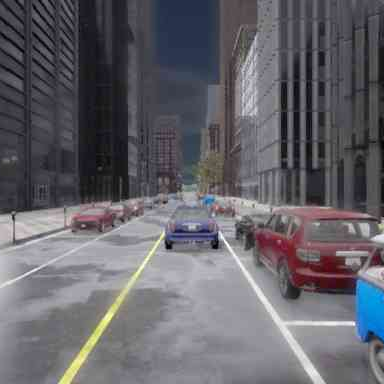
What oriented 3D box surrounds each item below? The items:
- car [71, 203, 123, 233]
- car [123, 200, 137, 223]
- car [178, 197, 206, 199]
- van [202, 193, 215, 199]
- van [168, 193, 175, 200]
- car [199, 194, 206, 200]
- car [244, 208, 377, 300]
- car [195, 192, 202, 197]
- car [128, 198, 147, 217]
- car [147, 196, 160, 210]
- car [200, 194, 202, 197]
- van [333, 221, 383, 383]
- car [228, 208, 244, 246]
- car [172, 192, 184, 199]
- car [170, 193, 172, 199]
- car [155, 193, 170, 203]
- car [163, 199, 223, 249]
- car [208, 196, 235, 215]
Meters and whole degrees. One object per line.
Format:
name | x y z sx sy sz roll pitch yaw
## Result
car | -5.667 1.526 19.596 1.887 1.381 4.507 0 0 0
car | -5.667 1.557 25.236 1.802 1.307 4.206 0 0 0
car | 0.000 1.456 29.649 1.882 1.535 5.008 0 0 0
van | 2.860 1.274 53.410 1.690 1.788 3.998 0 0 0
van | -5.666 1.161 92.905 1.690 1.788 3.998 0 0 0
car | 2.859 1.261 92.890 1.967 1.590 4.097 0 0 0
car | 2.858 1.309 8.291 2.192 1.841 5.009 0 0 0
car | 2.387 1.204 80.162 2.097 1.767 4.553 0 0 0
car | -5.667 1.409 30.875 1.967 1.590 4.097 0 0 0
car | -5.667 1.505 42.154 2.008 1.369 4.403 0 0 0
car | 2.860 1.443 59.222 1.752 1.417 4.829 0 0 0
van | 2.858 1.339 2.650 1.690 1.788 3.998 0 0 0
car | 2.858 1.553 13.931 1.947 1.339 4.313 0 0 0
car | -3.000 1.402 75.943 2.033 1.411 5.357 0 0 0
car | -5.666 1.217 64.712 2.192 1.841 5.009 0 0 0
car | -5.666 1.233 59.072 2.192 1.841 5.009 0 0 0
car | 0.000 1.354 14.619 2.097 1.767 4.553 0 0 0
car | 2.859 1.409 30.850 1.967 1.590 4.097 0 0 0
